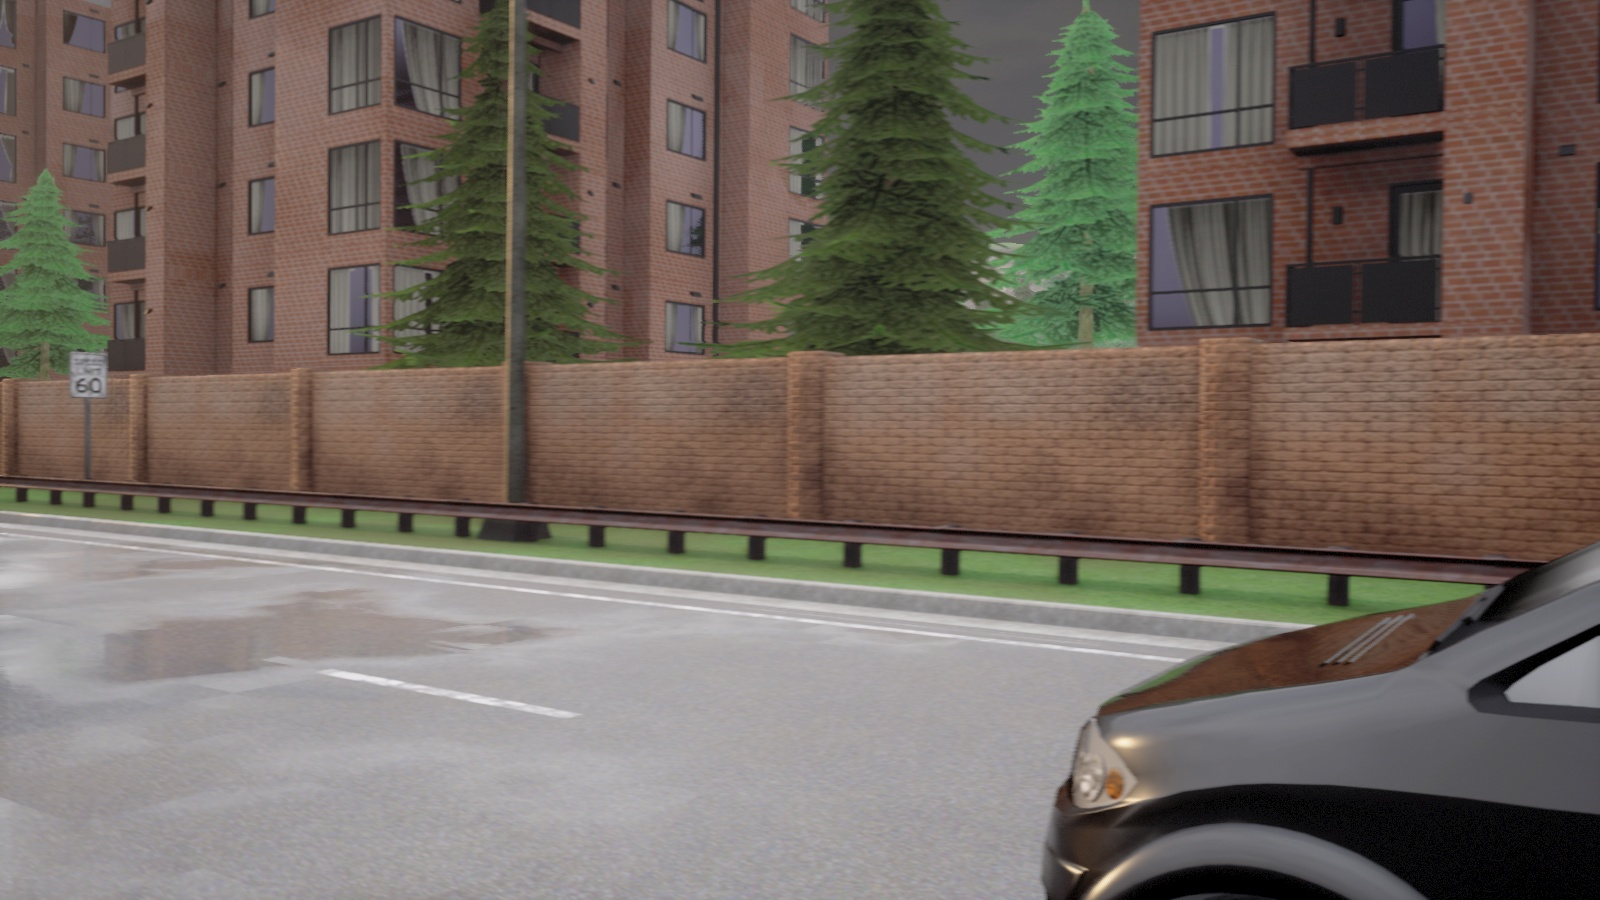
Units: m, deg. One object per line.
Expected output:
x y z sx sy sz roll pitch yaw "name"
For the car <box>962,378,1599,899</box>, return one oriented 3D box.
2.343 0.663 2.067 3.705 1.549 1.789 0 1 34 "car"
